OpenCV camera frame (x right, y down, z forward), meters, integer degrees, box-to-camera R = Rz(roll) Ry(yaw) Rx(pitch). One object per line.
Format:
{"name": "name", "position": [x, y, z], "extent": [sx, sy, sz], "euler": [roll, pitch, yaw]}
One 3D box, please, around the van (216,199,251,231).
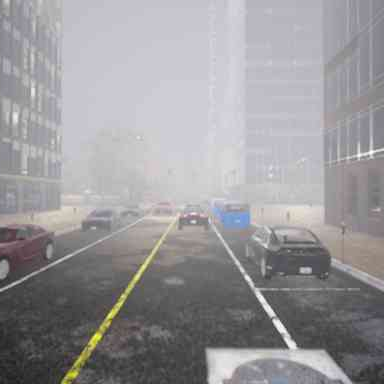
{"name": "van", "position": [2.694, 1.503, 21.457], "extent": [1.690, 1.788, 3.998], "euler": [0, 0, 0]}

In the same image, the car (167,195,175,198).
{"name": "car", "position": [-5.685, 1.971, 76.656], "extent": [1.887, 1.381, 4.507], "euler": [0, 0, 0]}

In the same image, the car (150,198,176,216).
{"name": "car", "position": [-3.013, 1.711, 36.019], "extent": [1.882, 1.535, 5.008], "euler": [0, -1, 0]}

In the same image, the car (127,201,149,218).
{"name": "car", "position": [-5.767, 1.784, 32.851], "extent": [1.947, 1.339, 4.313], "euler": [0, 0, 0]}

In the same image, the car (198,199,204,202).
{"name": "car", "position": [0.101, 1.813, 39.554], "extent": [1.994, 1.385, 4.181], "euler": [0, 0, 0]}

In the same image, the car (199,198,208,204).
{"name": "car", "position": [2.696, 1.992, 76.658], "extent": [1.947, 1.339, 4.313], "euler": [0, 0, 0]}

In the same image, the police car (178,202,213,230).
{"name": "police car", "position": [0.101, 1.672, 22.855], "extent": [2.038, 1.542, 4.974], "euler": [0, -1, 0]}

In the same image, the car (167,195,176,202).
{"name": "car", "position": [-5.684, 1.820, 93.706], "extent": [2.192, 1.841, 5.009], "euler": [0, 0, 0]}

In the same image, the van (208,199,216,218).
{"name": "van", "position": [2.776, 1.560, 32.854], "extent": [1.690, 1.788, 3.998], "euler": [0, 0, 0]}

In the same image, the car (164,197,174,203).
{"name": "car", "position": [-5.685, 2.004, 82.339], "extent": [2.008, 1.369, 4.403], "euler": [0, 0, 0]}

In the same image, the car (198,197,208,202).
{"name": "car", "position": [2.696, 1.839, 70.978], "extent": [1.967, 1.590, 4.097], "euler": [0, 0, 0]}

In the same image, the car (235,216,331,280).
{"name": "car", "position": [2.691, 1.637, 10.051], "extent": [2.008, 1.369, 4.403], "euler": [0, 0, 0]}

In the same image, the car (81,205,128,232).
{"name": "car", "position": [-5.688, 1.728, 21.455], "extent": [1.947, 1.339, 4.313], "euler": [0, 0, 0]}

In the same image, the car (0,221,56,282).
{"name": "car", "position": [-5.690, 1.631, 10.051], "extent": [1.887, 1.381, 4.507], "euler": [0, 0, 0]}
